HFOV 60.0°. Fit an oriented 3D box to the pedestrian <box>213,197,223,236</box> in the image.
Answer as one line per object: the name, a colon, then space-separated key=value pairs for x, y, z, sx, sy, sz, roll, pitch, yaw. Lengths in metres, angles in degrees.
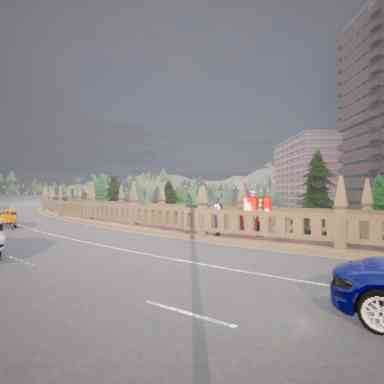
pedestrian: x=1.211 y=1.141 z=15.733 sx=0.375 sy=1.860 sz=0.375 roll=0 pitch=0 yaw=41

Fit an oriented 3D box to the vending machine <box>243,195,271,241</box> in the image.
vending machine: x=3.120 y=1.195 z=16.002 sx=0.880 sy=2.100 sz=1.100 roll=0 pitch=0 yaw=41

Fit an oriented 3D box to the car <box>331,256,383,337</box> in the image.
car: x=4.770 y=1.478 z=4.977 sx=5.008 sy=1.535 sz=1.882 roll=0 pitch=0 yaw=35

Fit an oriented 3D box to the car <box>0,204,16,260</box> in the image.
car: x=-8.109 y=1.220 z=11.115 sx=5.566 sy=2.045 sz=2.150 roll=0 pitch=0 yaw=44

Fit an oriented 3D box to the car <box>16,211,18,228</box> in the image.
car: x=-12.578 y=1.477 z=21.209 sx=1.882 sy=1.535 sz=5.008 roll=0 pitch=0 yaw=-40
